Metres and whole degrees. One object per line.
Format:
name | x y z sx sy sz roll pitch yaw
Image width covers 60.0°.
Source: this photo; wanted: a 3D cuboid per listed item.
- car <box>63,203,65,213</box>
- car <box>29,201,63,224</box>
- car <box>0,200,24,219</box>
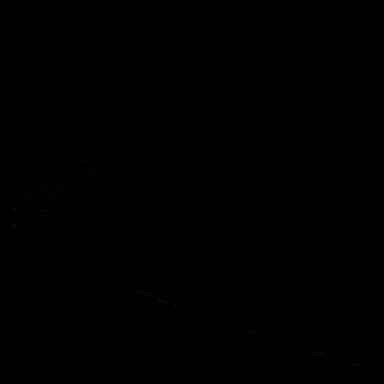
car | -15.904 1.760 38.785 1.994 1.385 4.181 1 0 -19
car | -11.547 1.607 26.245 1.882 1.535 5.008 0 -1 -19
car | -16.599 1.480 30.125 2.097 1.767 4.553 1 0 -19
